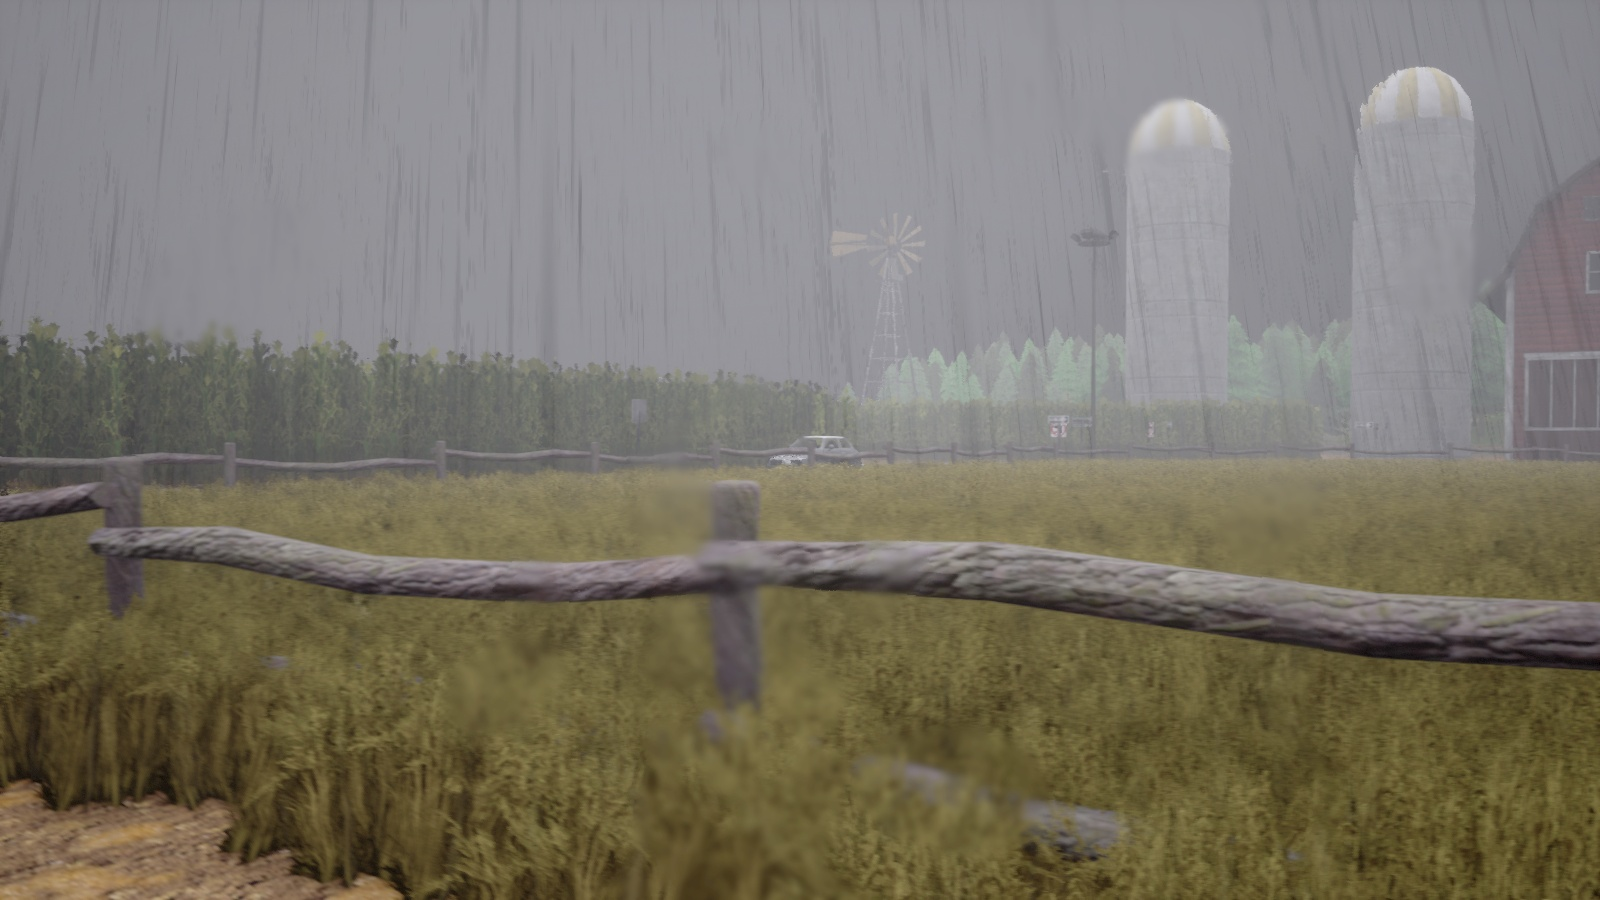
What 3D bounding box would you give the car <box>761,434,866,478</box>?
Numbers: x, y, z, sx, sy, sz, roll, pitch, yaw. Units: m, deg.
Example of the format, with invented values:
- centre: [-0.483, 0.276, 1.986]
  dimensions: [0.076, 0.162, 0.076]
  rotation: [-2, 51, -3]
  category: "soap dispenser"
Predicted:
- centre: [0.525, 0.191, 44.501]
  dimensions: [1.970, 1.475, 3.806]
  rotation: [0, 1, 34]
  category: "car"
